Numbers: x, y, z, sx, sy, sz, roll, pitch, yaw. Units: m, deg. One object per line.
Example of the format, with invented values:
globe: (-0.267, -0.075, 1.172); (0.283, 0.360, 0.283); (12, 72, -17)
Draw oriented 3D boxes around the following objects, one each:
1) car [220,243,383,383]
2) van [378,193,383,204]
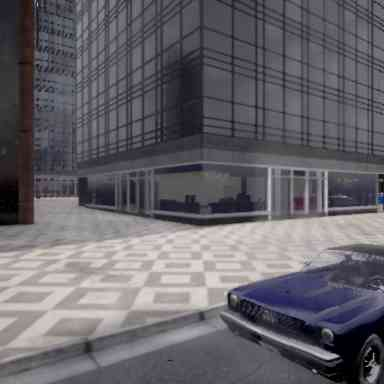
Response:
car: (2.749, 1.598, 5.341); (4.718, 1.301, 1.895); (0, 0, -36)
van: (28.763, 1.030, 52.460); (1.690, 1.788, 3.998); (1, 0, -35)
